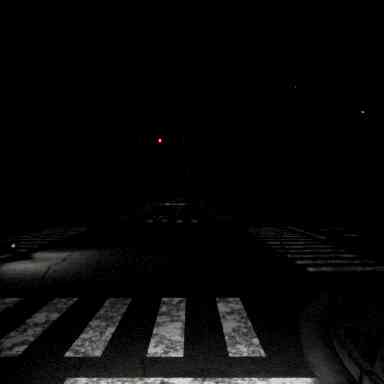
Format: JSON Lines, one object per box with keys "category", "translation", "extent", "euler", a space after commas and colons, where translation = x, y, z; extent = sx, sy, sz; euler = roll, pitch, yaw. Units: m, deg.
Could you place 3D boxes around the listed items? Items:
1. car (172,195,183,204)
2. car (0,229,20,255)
{"category": "car", "translation": [-2.933, 1.498, 69.321], "extent": [2.097, 1.767, 4.553], "euler": [0, 0, 0]}
{"category": "car", "translation": [-8.220, 1.491, 10.959], "extent": [4.674, 1.442, 1.812], "euler": [0, -1, 0]}
